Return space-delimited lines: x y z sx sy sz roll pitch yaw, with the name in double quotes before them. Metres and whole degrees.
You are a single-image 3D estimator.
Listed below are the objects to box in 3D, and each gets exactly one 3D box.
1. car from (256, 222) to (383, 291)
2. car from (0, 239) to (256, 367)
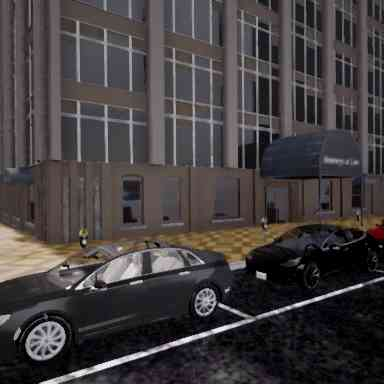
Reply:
"car" 3.375 1.563 8.976 4.313 1.339 1.947 0 -1 -35
"car" -1.252 1.549 5.676 4.403 1.369 2.008 0 -1 -35
